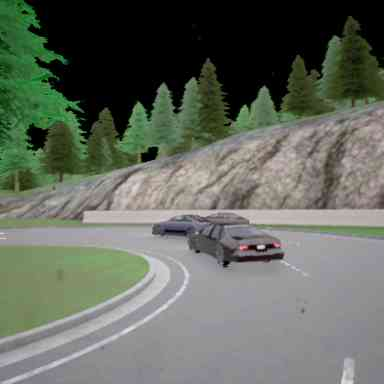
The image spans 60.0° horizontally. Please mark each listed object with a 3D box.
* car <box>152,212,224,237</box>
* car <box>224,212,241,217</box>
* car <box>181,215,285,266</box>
[{"bbox_3d":[-0.500,2.090,20.573,4.181,1.385,1.994,-2,-2,39],"label":"car"},{"bbox_3d":[1.953,2.100,22.925,4.181,1.385,1.994,-2,-2,40],"label":"car"},{"bbox_3d":[1.402,1.845,12.807,2.033,1.411,5.357,0,-2,-17],"label":"car"}]
